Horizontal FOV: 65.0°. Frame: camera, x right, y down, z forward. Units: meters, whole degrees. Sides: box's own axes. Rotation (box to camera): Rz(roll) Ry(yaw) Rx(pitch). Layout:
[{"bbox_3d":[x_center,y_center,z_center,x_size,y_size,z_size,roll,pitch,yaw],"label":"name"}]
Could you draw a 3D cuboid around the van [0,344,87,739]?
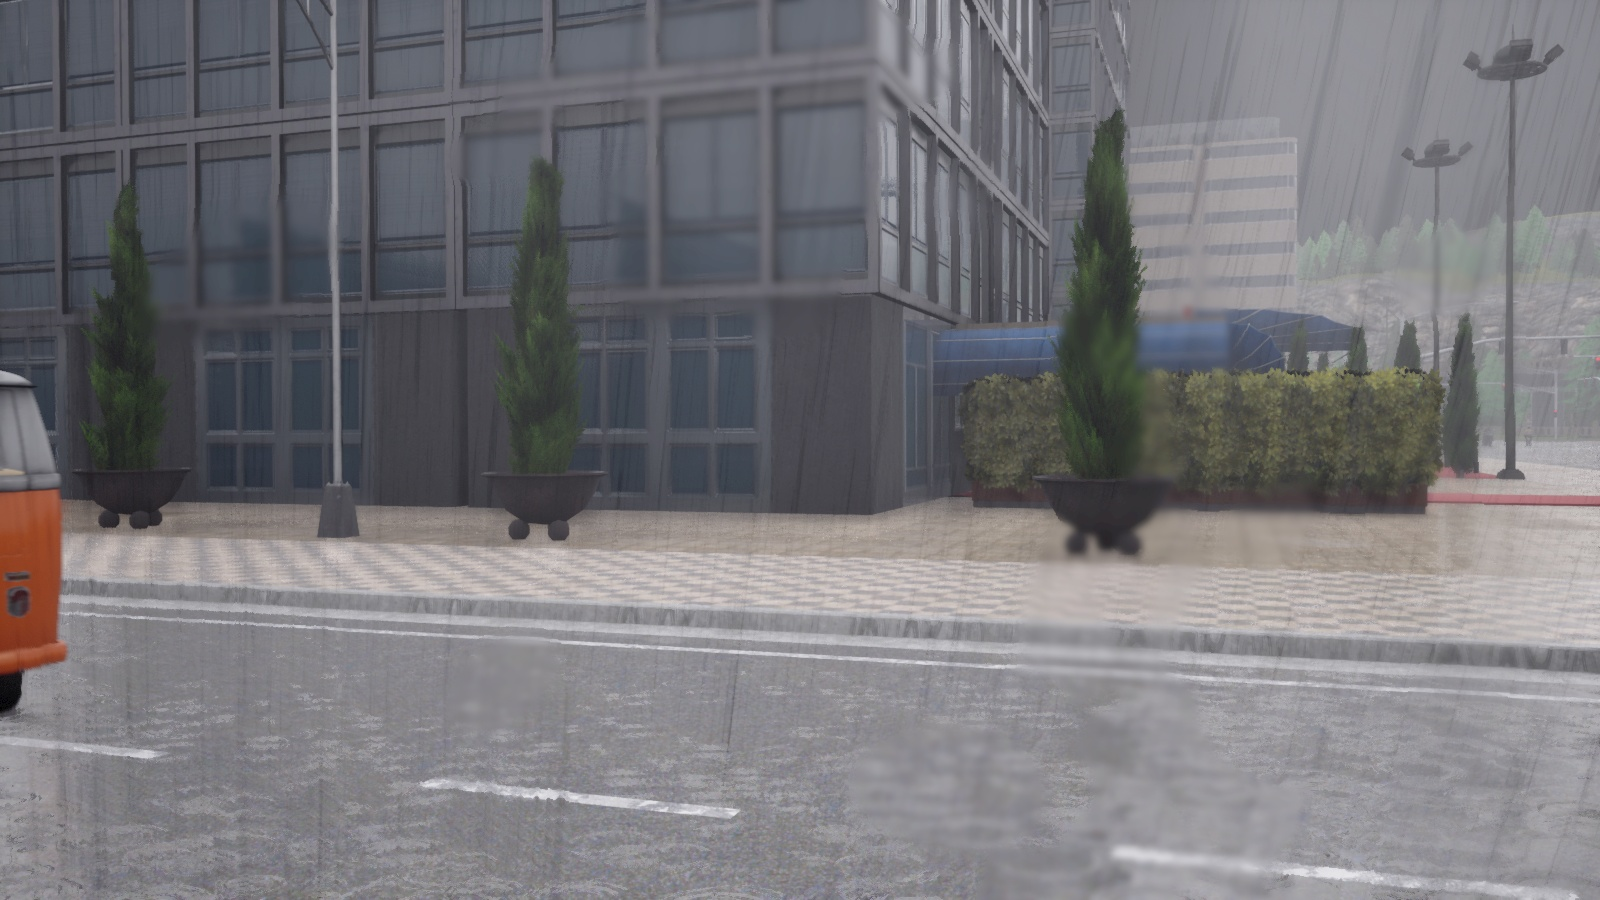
[{"bbox_3d":[-6.063,0.439,7.311,4.442,1.987,1.775,1,1,38],"label":"van"}]
